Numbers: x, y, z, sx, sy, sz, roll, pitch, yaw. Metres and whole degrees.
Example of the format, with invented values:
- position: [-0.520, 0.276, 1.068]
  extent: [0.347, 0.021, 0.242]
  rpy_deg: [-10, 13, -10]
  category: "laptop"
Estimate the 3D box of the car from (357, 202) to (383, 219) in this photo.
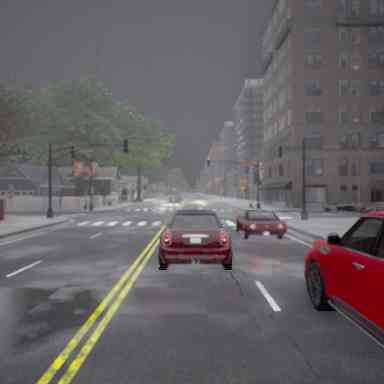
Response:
- position: [16.370, 1.512, 27.934]
  extent: [4.206, 1.307, 1.802]
  rpy_deg: [0, 0, 0]
  category: "car"

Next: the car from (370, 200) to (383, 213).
- position: [21.880, 1.548, 35.964]
  extent: [4.206, 1.307, 1.802]
  rpy_deg: [0, 0, 0]
  category: "car"

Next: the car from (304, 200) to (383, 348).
- position: [3.340, 1.216, 4.484]
  extent: [2.150, 2.045, 5.566]
  rpy_deg: [0, 0, 1]
  category: "car"

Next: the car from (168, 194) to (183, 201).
- position: [-3.310, 1.418, 61.715]
  extent: [2.128, 1.511, 4.902]
  rpy_deg: [0, 0, 1]
  category: "car"

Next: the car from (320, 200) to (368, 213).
- position: [16.361, 1.534, 35.959]
  extent: [4.313, 1.339, 1.947]
  rpy_deg: [0, 0, 0]
  category: "car"

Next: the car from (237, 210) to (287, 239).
- position: [3.348, 1.576, 17.126]
  extent: [1.895, 1.301, 4.718]
  rpy_deg: [0, 0, 0]
  category: "car"

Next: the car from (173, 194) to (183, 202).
- position: [-3.286, 1.269, 77.043]
  extent: [2.097, 1.767, 4.553]
  rpy_deg: [0, 0, 0]
  category: "car"

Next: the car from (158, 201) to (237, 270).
- position: [0.095, 1.335, 11.169]
  extent: [2.097, 1.767, 4.553]
  rpy_deg: [0, 0, 0]
  category: "car"
